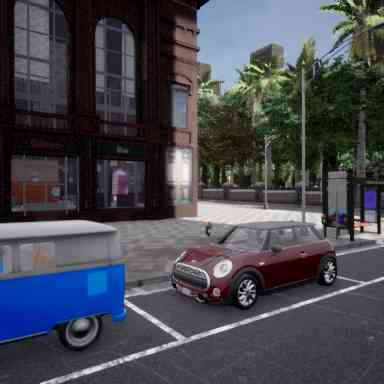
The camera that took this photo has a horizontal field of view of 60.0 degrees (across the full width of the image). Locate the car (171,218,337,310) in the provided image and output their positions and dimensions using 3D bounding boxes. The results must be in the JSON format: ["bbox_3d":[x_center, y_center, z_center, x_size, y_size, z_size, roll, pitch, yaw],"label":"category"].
[{"bbox_3d":[1.509,1.439,7.729,4.097,1.590,1.967,0,0,-35],"label":"car"}]

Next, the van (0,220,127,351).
[{"bbox_3d":[-2.909,1.341,4.579,3.998,1.788,1.690,0,0,-35],"label":"van"}]
